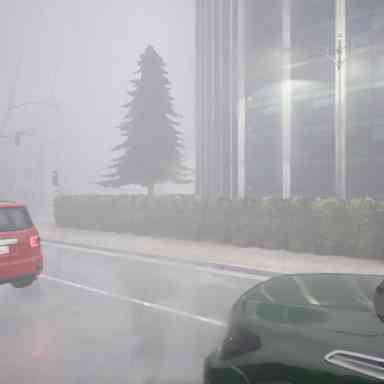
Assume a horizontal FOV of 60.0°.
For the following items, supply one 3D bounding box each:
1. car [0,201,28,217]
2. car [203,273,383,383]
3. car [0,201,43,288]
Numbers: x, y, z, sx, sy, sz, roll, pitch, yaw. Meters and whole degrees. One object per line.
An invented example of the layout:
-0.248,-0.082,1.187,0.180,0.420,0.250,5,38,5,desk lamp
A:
-17.997,1.547,30.113,2.033,1.411,5.357,0,0,36,car
2.756,1.222,2.024,5.566,2.045,2.150,0,0,36,car
-5.812,1.221,8.081,5.566,2.045,2.150,0,0,38,car
